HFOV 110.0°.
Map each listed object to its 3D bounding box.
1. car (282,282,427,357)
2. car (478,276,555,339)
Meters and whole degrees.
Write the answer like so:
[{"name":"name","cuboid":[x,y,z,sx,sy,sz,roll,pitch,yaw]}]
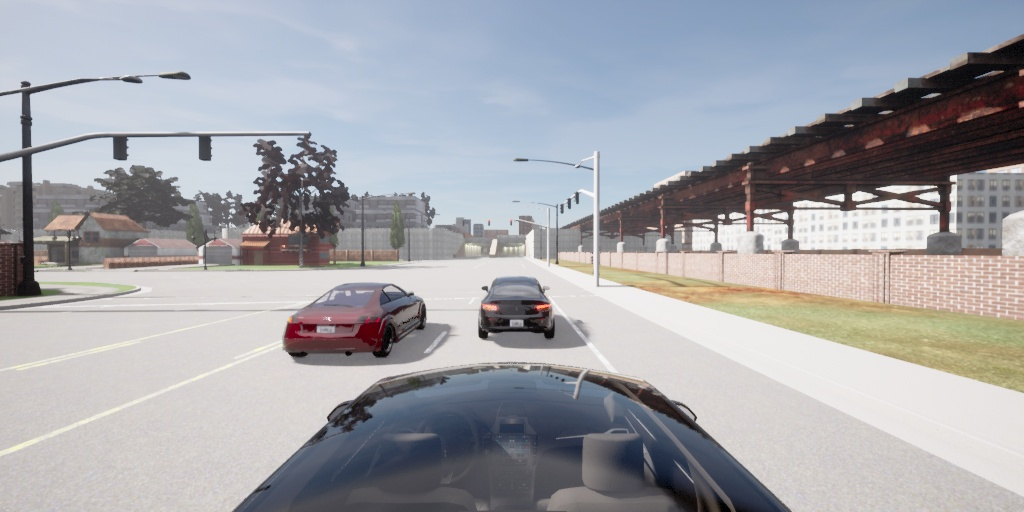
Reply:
[{"name":"car","cuboid":[-3.397,1.315,8.555,1.994,1.385,4.181,0,0,0]},{"name":"car","cuboid":[0.105,1.277,10.018,1.812,1.442,4.674,0,0,0]}]
